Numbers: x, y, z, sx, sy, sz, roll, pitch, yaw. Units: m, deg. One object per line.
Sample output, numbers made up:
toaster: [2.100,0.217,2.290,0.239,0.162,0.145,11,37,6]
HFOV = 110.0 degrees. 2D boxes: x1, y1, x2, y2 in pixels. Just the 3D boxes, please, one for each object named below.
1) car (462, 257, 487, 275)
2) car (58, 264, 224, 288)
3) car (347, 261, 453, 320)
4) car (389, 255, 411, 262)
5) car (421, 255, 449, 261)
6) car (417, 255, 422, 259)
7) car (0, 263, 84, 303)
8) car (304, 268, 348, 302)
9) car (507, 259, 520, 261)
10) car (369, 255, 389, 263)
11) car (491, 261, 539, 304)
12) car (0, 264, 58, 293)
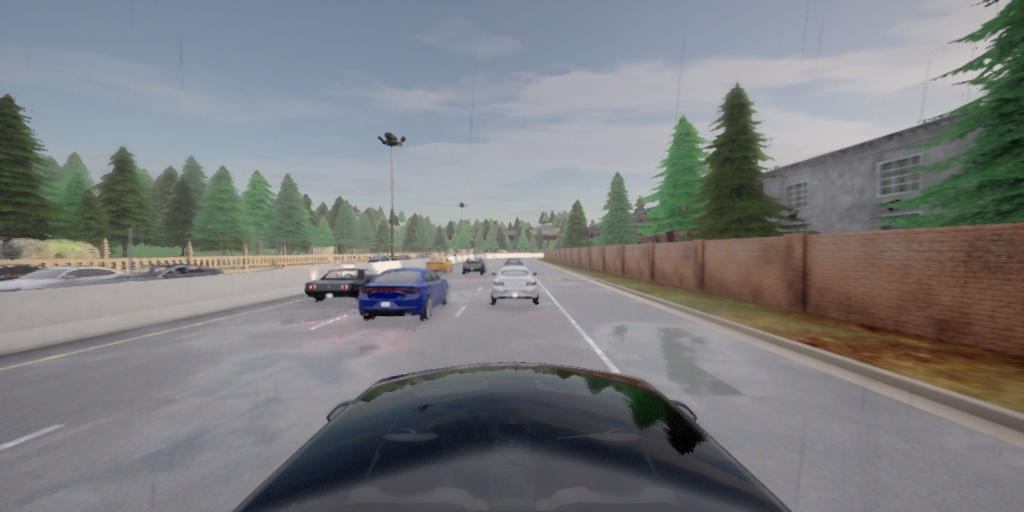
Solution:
car: [-3.355,0.873,32.661,2.128,1.511,4.902,0,1,0]
car: [-14.083,1.082,14.486,2.128,1.511,4.902,0,1,0]
car: [-3.386,1.103,12.081,1.882,1.535,5.008,0,1,0]
car: [-17.460,0.588,57.028,1.837,1.490,4.892,0,1,1]
car: [-6.852,0.839,34.175,1.882,1.535,5.008,0,1,0]
car: [-13.961,0.575,57.233,2.128,1.511,4.902,0,1,1]
car: [-21.083,1.092,14.424,1.837,1.490,4.892,0,1,0]
car: [-6.881,1.181,15.739,1.895,1.301,4.718,0,1,0]
car: [0.146,0.943,33.089,1.994,1.385,4.181,0,1,0]
car: [-20.957,0.561,56.934,1.882,1.535,5.008,0,1,1]
car: [0.107,1.117,15.106,1.812,1.442,4.674,0,1,0]
car: [-17.584,1.119,14.075,1.812,1.442,4.674,0,1,0]
